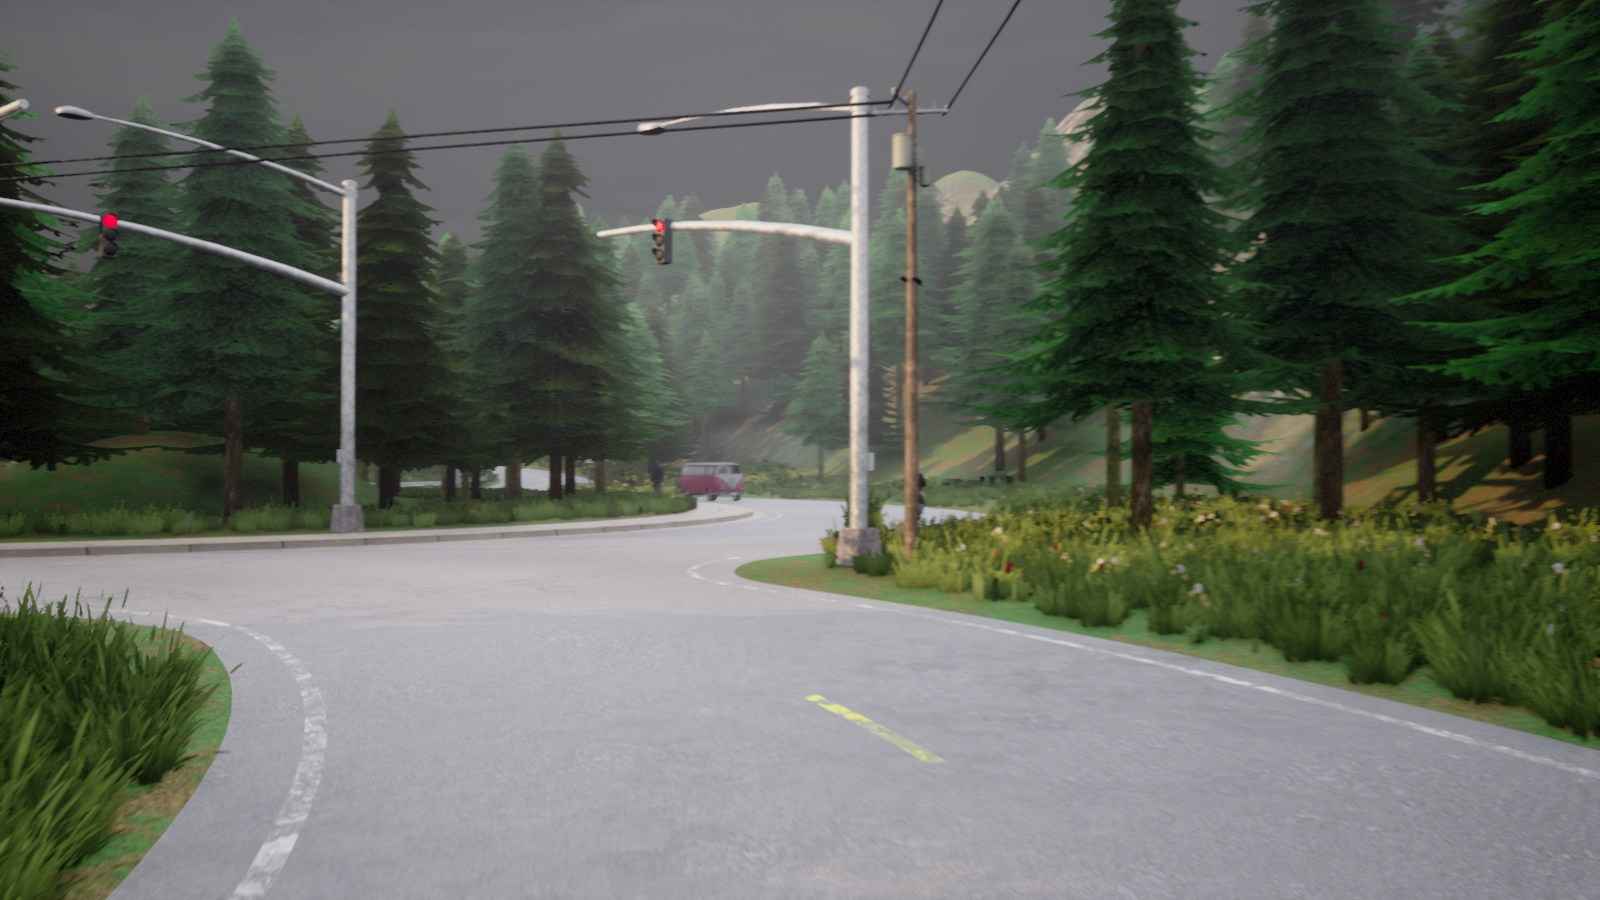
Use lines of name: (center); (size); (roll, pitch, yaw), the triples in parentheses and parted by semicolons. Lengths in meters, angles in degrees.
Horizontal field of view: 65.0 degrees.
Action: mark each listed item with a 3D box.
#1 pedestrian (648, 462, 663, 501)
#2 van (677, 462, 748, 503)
pedestrian: (-6.804, 1.481, 59.107); (0.402, 1.842, 0.726); (0, -1, -32)
van: (-4.470, 1.627, 63.227); (1.775, 1.987, 4.442); (0, -1, -30)
